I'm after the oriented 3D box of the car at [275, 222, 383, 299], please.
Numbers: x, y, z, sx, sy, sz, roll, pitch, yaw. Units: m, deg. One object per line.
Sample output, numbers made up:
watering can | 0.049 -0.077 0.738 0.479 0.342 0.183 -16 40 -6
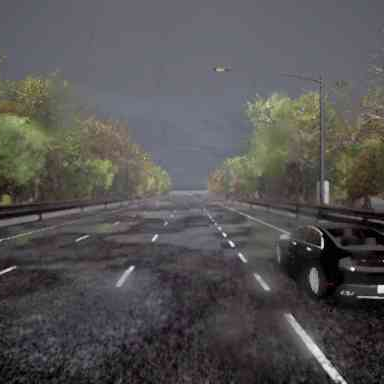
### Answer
car | 3.483 1.519 8.405 1.837 1.490 4.892 0 0 0
